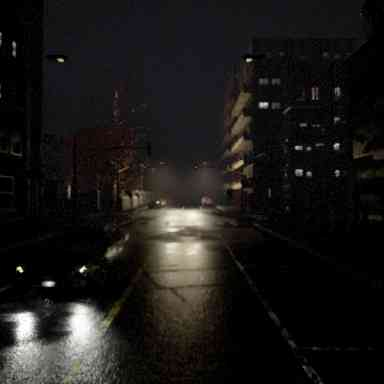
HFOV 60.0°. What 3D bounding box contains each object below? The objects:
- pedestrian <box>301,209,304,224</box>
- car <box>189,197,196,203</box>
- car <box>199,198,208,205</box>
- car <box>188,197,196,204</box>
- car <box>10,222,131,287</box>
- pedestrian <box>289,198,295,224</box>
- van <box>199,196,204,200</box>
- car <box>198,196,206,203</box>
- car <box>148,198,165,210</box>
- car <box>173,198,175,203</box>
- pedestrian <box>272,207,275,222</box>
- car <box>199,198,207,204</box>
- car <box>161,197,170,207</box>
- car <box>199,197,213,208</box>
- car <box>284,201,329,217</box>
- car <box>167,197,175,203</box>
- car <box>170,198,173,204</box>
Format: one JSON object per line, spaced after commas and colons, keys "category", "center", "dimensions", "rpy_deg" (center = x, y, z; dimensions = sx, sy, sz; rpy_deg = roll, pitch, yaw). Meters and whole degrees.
{"category": "pedestrian", "center": [8.142, 1.764, 24.432], "dimensions": [0.500, 1.100, 0.500], "rpy_deg": [0, -1, 0]}
{"category": "car", "center": [0.026, 2.178, 90.498], "dimensions": [1.837, 1.490, 4.892], "rpy_deg": [0, -1, 0]}
{"category": "car", "center": [2.714, 2.243, 79.512], "dimensions": [2.008, 1.369, 4.403], "rpy_deg": [0, -1, 0]}
{"category": "car", "center": [0.022, 2.237, 80.078], "dimensions": [2.033, 1.411, 5.357], "rpy_deg": [0, -1, 0]}
{"category": "car", "center": [-3.088, 1.625, 9.846], "dimensions": [2.033, 1.411, 5.357], "rpy_deg": [0, 0, 0]}
{"category": "pedestrian", "center": [7.141, 1.347, 23.837], "dimensions": [0.375, 1.860, 0.375], "rpy_deg": [0, -1, 0]}
{"category": "van", "center": [2.711, 1.872, 62.624], "dimensions": [1.690, 1.788, 3.998], "rpy_deg": [0, -1, 0]}
{"category": "car", "center": [2.718, 2.119, 90.774], "dimensions": [2.192, 1.841, 5.009], "rpy_deg": [0, -1, 0]}
{"category": "car", "center": [-5.673, 1.995, 51.364], "dimensions": [1.947, 1.339, 4.313], "rpy_deg": [0, -1, 0]}
{"category": "car", "center": [-5.664, 2.189, 85.146], "dimensions": [1.967, 1.590, 4.097], "rpy_deg": [0, -1, 0]}
{"category": "pedestrian", "center": [6.142, 1.720, 25.033], "dimensions": [0.500, 1.100, 0.500], "rpy_deg": [0, -1, 0]}
{"category": "car", "center": [2.716, 2.292, 85.142], "dimensions": [1.887, 1.381, 4.507], "rpy_deg": [0, -1, 0]}
{"category": "car", "center": [-5.670, 2.056, 62.456], "dimensions": [1.752, 1.417, 4.829], "rpy_deg": [0, -1, 0]}
{"category": "car", "center": [2.708, 2.024, 56.992], "dimensions": [1.887, 1.381, 4.507], "rpy_deg": [0, -1, 0]}
{"category": "car", "center": [13.477, 1.917, 39.037], "dimensions": [5.009, 1.841, 2.192], "rpy_deg": [1, -2, 0]}
{"category": "car", "center": [-5.662, 2.244, 90.775], "dimensions": [1.967, 1.590, 4.097], "rpy_deg": [0, -1, 0]}
{"category": "car", "center": [-5.669, 1.900, 68.257], "dimensions": [2.192, 1.841, 5.009], "rpy_deg": [0, -1, 0]}
